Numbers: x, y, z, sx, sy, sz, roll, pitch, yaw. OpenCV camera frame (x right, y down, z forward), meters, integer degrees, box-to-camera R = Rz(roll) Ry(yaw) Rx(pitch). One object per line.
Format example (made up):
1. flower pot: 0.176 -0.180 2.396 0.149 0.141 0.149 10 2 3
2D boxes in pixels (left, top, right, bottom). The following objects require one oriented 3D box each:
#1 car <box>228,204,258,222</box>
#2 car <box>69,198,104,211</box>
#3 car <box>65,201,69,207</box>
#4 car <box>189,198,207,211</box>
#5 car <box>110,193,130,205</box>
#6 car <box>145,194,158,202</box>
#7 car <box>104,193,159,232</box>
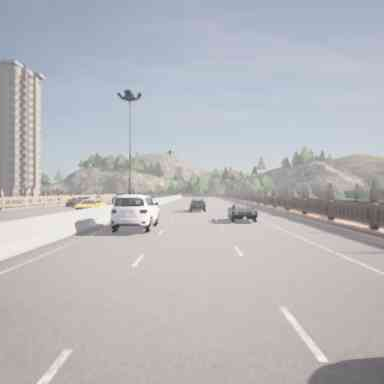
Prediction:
1. car: 3.837 1.567 25.932 1.895 1.301 4.718 0 0 1
2. car: -10.164 1.435 33.259 1.882 1.535 5.008 0 0 2
3. car: -16.711 1.503 48.198 1.994 1.385 4.181 0 0 2
4. car: 0.718 1.440 39.623 2.128 1.511 4.902 0 0 2
5. car: -12.833 1.144 59.704 2.150 2.045 5.566 0 0 2
6. car: -8.906 1.260 73.635 2.097 1.767 4.553 0 0 2
7. car: -3.299 1.196 19.986 2.150 2.045 5.566 0 0 1
